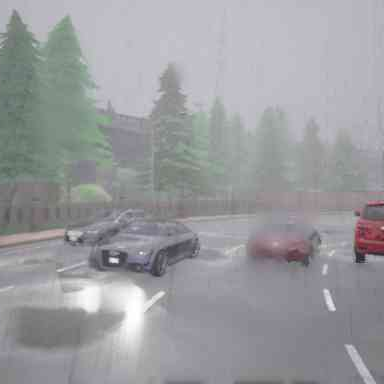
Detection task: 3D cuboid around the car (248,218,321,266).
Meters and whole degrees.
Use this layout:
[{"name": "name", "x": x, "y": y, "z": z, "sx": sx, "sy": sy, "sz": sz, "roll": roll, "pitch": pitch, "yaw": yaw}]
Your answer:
[{"name": "car", "x": 3.436, "y": 1.612, "z": 11.977, "sx": 1.994, "sy": 1.385, "sz": 4.181, "roll": 1, "pitch": 0, "yaw": 26}]

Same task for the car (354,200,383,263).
[{"name": "car", "x": 7.106, "y": 1.311, "z": 11.851, "sx": 2.150, "sy": 2.045, "sz": 5.566, "roll": 0, "pitch": 0, "yaw": 29}]

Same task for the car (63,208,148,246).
[{"name": "car", "x": -3.269, "y": 1.465, "z": 14.422, "sx": 2.128, "sy": 1.511, "sz": 4.902, "roll": 0, "pitch": 0, "yaw": 27}]

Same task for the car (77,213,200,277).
[{"name": "car", "x": -1.260, "y": 1.557, "z": 10.289, "sx": 1.994, "sy": 1.385, "sz": 4.181, "roll": 1, "pitch": 0, "yaw": 21}]
